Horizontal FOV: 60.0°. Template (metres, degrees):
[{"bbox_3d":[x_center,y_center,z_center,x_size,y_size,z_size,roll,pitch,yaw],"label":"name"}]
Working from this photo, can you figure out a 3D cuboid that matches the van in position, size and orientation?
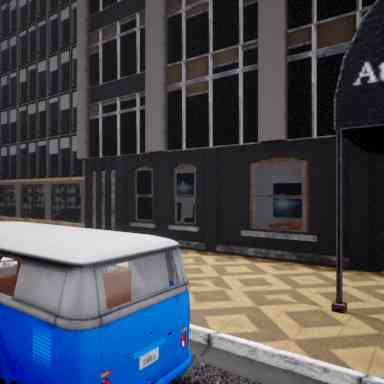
[{"bbox_3d":[-1.912,1.341,4.233,3.998,1.788,1.690,0,0,35],"label":"van"}]
